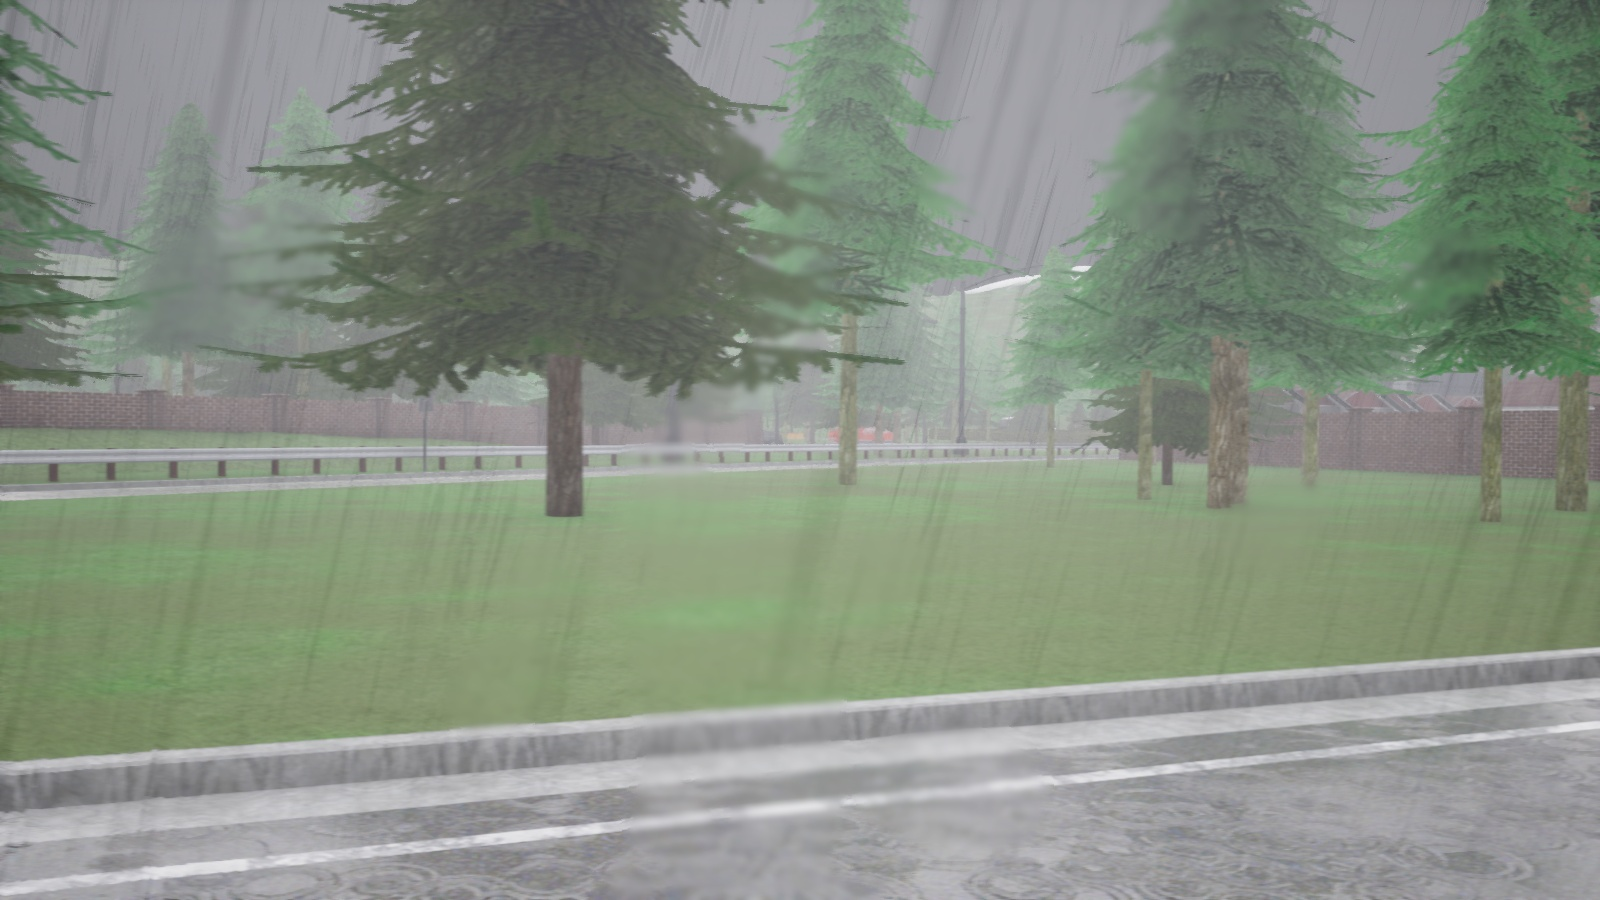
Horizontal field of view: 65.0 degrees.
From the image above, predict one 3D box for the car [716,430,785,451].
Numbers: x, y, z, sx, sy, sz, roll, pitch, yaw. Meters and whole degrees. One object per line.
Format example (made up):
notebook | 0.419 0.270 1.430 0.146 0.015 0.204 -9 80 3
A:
car | -3.749 -0.720 95.757 4.792 1.488 2.163 -1 1 -21
